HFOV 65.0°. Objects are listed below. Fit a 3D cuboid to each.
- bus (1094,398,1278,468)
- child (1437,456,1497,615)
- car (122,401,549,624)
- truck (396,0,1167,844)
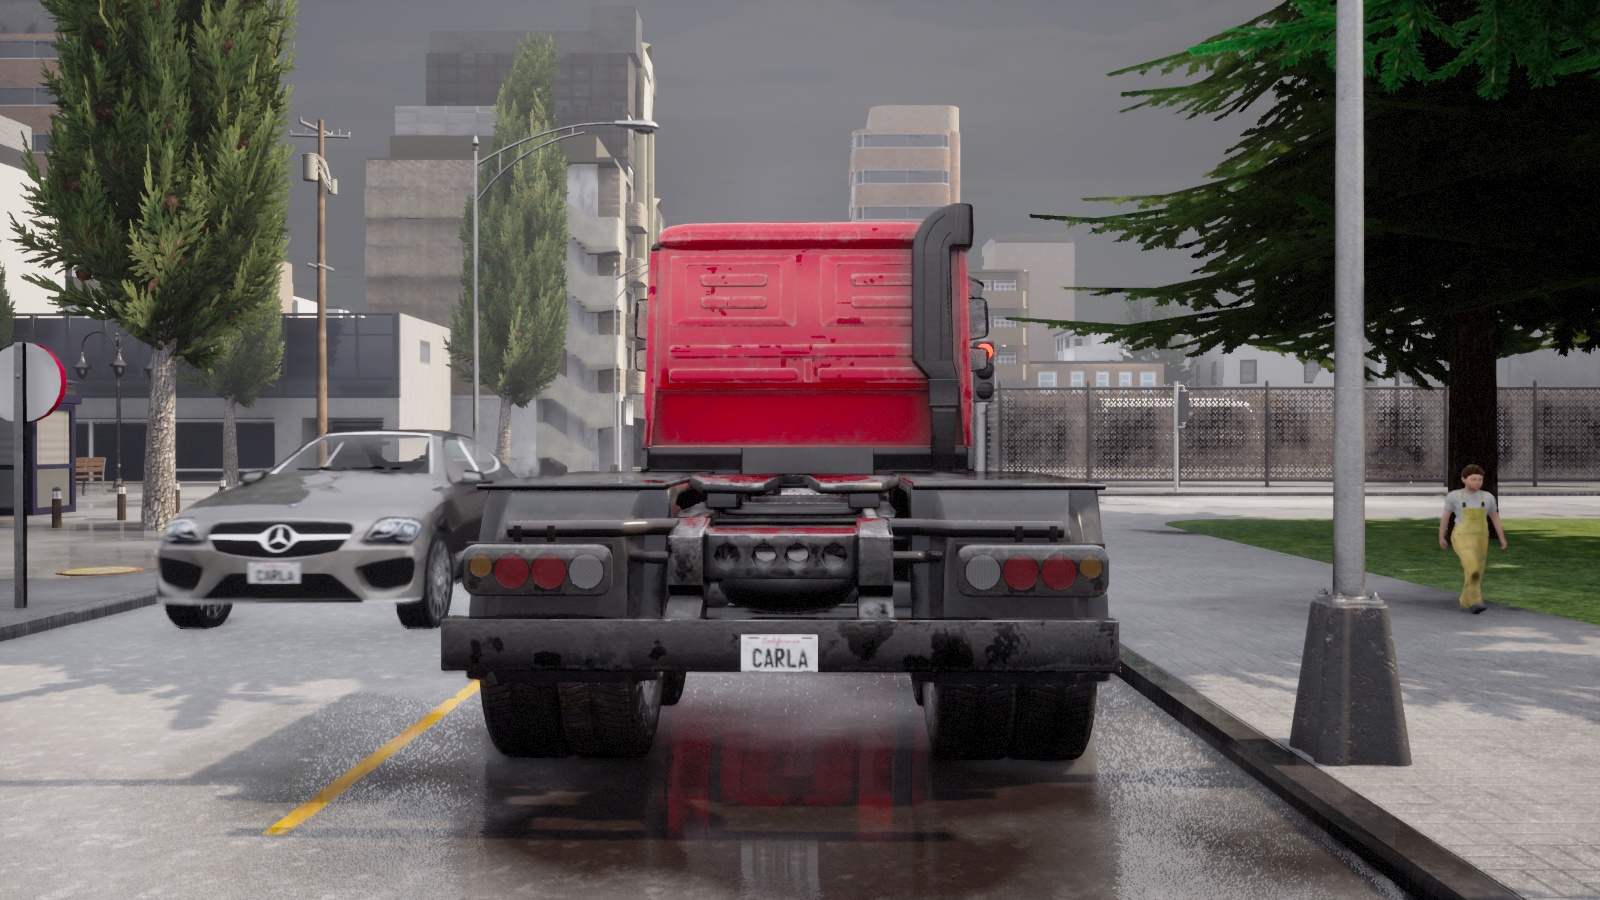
[{"bbox_3d":[23.857,-1.052,78.208,10.273,4.253,3.944,0,0,2],"label":"bus"},{"bbox_3d":[5.422,0.683,10.223,0.270,1.263,0.437,0,0,4],"label":"child"},{"bbox_3d":[-3.943,0.456,11.813,2.152,1.651,5.027,0,0,0],"label":"car"},{"bbox_3d":[0.020,-0.284,8.679,2.891,3.462,7.936,0,0,1],"label":"truck"}]
